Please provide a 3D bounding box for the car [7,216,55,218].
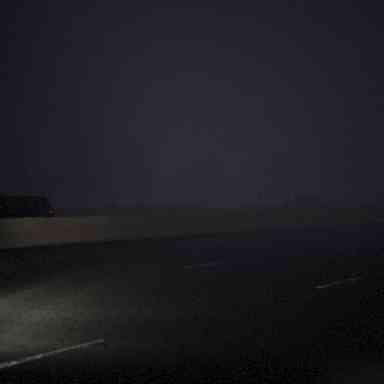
[{"bbox_3d":[-10.415,1.199,17.986,5.566,2.045,2.150,1,0,-35],"label":"car"}]
